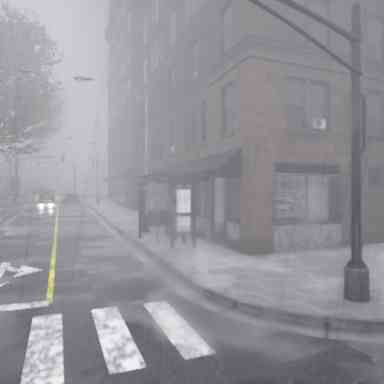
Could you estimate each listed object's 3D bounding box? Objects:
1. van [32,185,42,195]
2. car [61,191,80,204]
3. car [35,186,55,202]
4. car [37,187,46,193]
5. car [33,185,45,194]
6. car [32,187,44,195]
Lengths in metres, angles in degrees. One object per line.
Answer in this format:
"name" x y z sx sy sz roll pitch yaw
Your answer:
"van" -30.237 -0.342 64.860 1.690 1.788 3.998 2 0 -22
"car" -15.022 0.624 41.217 1.837 1.490 4.892 0 2 -22
"car" -19.083 0.407 43.874 2.128 1.511 4.902 0 3 -22
"car" -37.246 -0.495 82.398 1.887 1.381 4.507 2 0 -22
"car" -33.315 -0.529 72.572 2.192 1.841 5.009 2 0 -22
"car" -31.477 -0.198 67.944 2.008 1.369 4.403 2 0 -22
